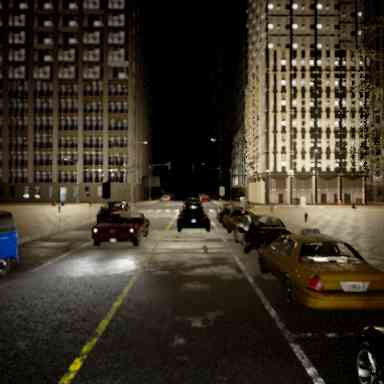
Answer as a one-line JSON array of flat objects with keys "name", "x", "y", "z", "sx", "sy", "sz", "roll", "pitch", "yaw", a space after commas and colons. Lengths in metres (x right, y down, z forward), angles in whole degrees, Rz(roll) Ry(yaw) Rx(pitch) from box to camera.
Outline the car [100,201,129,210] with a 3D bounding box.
[{"name": "car", "x": -5.689, "y": 1.420, "z": 24.652, "sx": 1.967, "sy": 1.590, "sz": 4.097, "roll": 0, "pitch": 0, "yaw": 0}]

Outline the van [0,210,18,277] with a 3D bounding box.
[{"name": "van", "x": -5.688, "y": 1.337, "z": 7.646, "sx": 1.690, "sy": 1.788, "sz": 3.998, "roll": 0, "pitch": 0, "yaw": 0}]

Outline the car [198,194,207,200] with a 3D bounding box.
[{"name": "car", "x": 2.690, "y": 1.283, "z": 85.282, "sx": 1.967, "sy": 1.590, "sz": 4.097, "roll": 0, "pitch": 0, "yaw": 0}]

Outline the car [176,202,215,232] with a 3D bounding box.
[{"name": "car", "x": 0.097, "y": 1.548, "z": 20.195, "sx": 1.994, "sy": 1.385, "sz": 4.181, "roll": 0, "pitch": 0, "yaw": 0}]

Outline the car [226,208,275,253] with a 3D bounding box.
[{"name": "car", "x": 2.692, "y": 1.543, "z": 13.315, "sx": 2.008, "sy": 1.369, "sz": 4.403, "roll": 0, "pitch": 0, "yaw": 0}]

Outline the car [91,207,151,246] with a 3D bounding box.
[{"name": "car", "x": -3.088, "y": 1.591, "z": 15.266, "sx": 1.895, "sy": 1.301, "sz": 4.718, "roll": 0, "pitch": 0, "yaw": 0}]

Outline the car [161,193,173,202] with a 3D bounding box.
[{"name": "car", "x": -5.785, "y": 1.319, "z": 73.915, "sx": 1.967, "sy": 1.590, "sz": 4.097, "roll": 0, "pitch": 0, "yaw": 0}]

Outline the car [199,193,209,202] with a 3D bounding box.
[{"name": "car", "x": 2.787, "y": 1.320, "z": 73.914, "sx": 1.967, "sy": 1.590, "sz": 4.097, "roll": 0, "pitch": 0, "yaw": 0}]

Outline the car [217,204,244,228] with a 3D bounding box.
[{"name": "car", "x": 2.692, "y": 1.511, "z": 19.156, "sx": 1.752, "sy": 1.417, "sz": 4.829, "roll": 0, "pitch": 0, "yaw": 0}]

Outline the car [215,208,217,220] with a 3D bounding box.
[{"name": "car", "x": 2.691, "y": 1.530, "z": 24.654, "sx": 2.008, "sy": 1.369, "sz": 4.403, "roll": 0, "pitch": 0, "yaw": 0}]

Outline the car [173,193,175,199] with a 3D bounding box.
[{"name": "car", "x": -5.718, "y": 1.177, "z": 79.600, "sx": 2.192, "sy": 1.841, "sz": 5.009, "roll": 0, "pitch": 0, "yaw": 0}]

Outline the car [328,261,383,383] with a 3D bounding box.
[{"name": "car", "x": 2.692, "y": 1.565, "z": 1.979, "sx": 1.947, "sy": 1.339, "sz": 4.313, "roll": 0, "pitch": 0, "yaw": 0}]

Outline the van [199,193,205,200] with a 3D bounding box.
[{"name": "van", "x": 2.691, "y": 1.165, "z": 90.967, "sx": 1.690, "sy": 1.788, "sz": 3.998, "roll": 0, "pitch": 0, "yaw": 0}]

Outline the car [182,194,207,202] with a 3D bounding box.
[{"name": "car", "x": 0.098, "y": 1.319, "z": 32.944, "sx": 2.097, "sy": 1.767, "sz": 4.553, "roll": 0, "pitch": 0, "yaw": 0}]

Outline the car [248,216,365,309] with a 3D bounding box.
[{"name": "car", "x": 2.692, "y": 1.522, "z": 7.818, "sx": 1.752, "sy": 1.417, "sz": 4.829, "roll": 0, "pitch": 0, "yaw": 0}]
